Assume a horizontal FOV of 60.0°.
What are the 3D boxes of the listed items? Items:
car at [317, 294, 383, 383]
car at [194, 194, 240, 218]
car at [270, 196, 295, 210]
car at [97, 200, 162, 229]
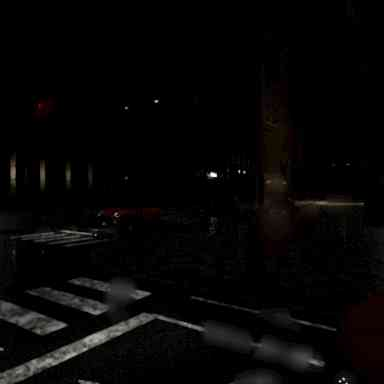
[{"bbox_3d":[3.397,1.223,1.266,5.566,2.045,2.150,0,0,36],"label":"car"},{"bbox_3d":[2.424,1.249,31.122,2.150,2.045,5.566,0,0,36],"label":"car"},{"bbox_3d":[12.215,1.399,44.706,2.097,1.767,4.553,0,0,36],"label":"car"},{"bbox_3d":[-4.062,1.366,22.072,2.097,1.767,4.553,0,0,35],"label":"car"}]
